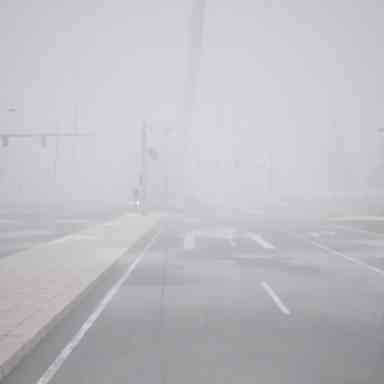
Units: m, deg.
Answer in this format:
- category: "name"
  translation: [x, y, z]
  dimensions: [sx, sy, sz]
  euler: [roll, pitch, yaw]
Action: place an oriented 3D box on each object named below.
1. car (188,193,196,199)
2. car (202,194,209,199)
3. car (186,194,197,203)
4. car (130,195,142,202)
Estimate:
- category: "car"
  translation: [-0.049, 1.073, 85.369]
  dimensions: [1.994, 1.385, 4.181]
  euler: [0, 0, 0]
- category: "car"
  translation: [3.451, 1.116, 85.403]
  dimensions: [1.895, 1.301, 4.718]
  euler: [0, 0, 0]
- category: "car"
  translation: [-0.035, 1.304, 59.936]
  dimensions: [1.812, 1.442, 4.674]
  euler: [0, 0, 0]
- category: "car"
  translation: [-11.540, 1.343, 68.258]
  dimensions: [1.895, 1.301, 4.718]
  euler: [0, 0, 0]
